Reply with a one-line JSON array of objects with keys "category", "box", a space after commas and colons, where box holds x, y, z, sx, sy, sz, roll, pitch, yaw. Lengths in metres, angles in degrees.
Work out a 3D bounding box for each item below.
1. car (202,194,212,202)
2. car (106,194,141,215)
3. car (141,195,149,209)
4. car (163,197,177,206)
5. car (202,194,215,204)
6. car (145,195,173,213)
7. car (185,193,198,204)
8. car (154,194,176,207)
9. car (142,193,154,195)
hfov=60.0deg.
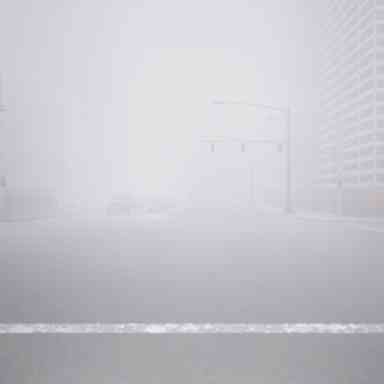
[{"category": "car", "box": [3.345, 1.325, 74.593, 2.097, 1.767, 4.553, 0, 0, 0]}, {"category": "car", "box": [-7.156, 1.208, 34.551, 2.150, 2.045, 5.566, 0, 0, 2]}, {"category": "car", "box": [-7.195, 1.530, 44.802, 2.033, 1.411, 5.357, 0, 0, 0]}, {"category": "car", "box": [-3.707, 1.542, 56.503, 1.994, 1.385, 4.181, 0, 0, 0]}, {"category": "car", "box": [3.459, 1.500, 64.690, 1.812, 1.442, 4.674, 0, 0, 0]}, {"category": "car", "box": [-3.680, 1.477, 37.473, 2.128, 1.511, 4.902, 0, 0, 0]}, {"category": "car", "box": [-0.135, 1.196, 63.770, 2.150, 2.045, 5.566, 0, 0, 0]}, {"category": "car", "box": [-3.695, 1.334, 46.690, 2.097, 1.767, 4.553, 0, 0, 0]}, {"category": "car", "box": [-7.206, 1.200, 55.326, 2.150, 2.045, 5.566, 0, 0, 0]}]
